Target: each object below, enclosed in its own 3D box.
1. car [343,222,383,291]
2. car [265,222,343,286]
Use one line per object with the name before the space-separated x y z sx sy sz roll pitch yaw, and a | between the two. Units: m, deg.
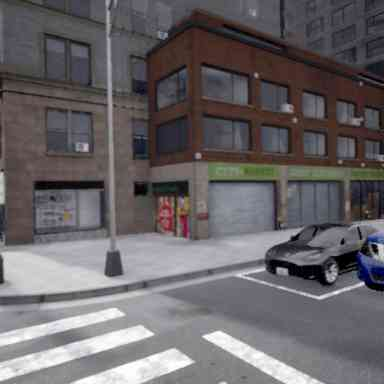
car | 6.171 1.178 7.810 5.566 2.045 2.150 -1 0 -35
car | 3.978 1.552 9.410 4.313 1.339 1.947 -1 -1 -36
